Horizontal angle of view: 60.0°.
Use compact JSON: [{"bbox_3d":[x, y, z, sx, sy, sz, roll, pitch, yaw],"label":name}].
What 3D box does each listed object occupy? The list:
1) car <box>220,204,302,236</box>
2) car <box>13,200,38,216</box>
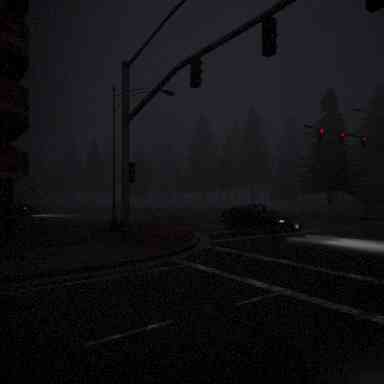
[{"bbox_3d":[3.679,1.440,18.391,2.128,1.511,4.902,0,0,-39],"label":"car"},{"bbox_3d":[-16.940,1.455,31.432,4.674,1.442,1.812,0,0,13],"label":"car"}]
